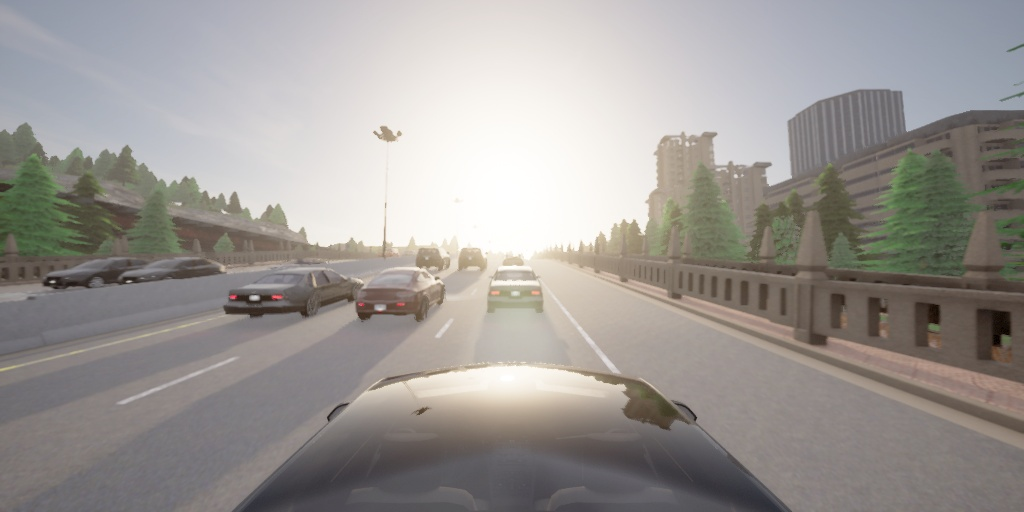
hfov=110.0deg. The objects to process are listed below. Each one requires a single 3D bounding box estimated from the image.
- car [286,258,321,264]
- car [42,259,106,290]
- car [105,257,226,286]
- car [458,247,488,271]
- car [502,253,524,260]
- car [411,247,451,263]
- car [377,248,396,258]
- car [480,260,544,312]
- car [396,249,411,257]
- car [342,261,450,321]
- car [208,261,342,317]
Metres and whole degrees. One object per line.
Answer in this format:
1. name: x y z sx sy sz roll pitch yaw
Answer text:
1. car: -14.097 0.811 24.072 1.895 1.301 4.718 0 2 0
2. car: -21.098 0.863 18.877 1.837 1.490 4.892 0 2 0
3. car: -17.598 0.863 18.880 1.837 1.490 4.892 0 2 0
4. car: -3.398 0.210 31.783 2.150 2.045 5.566 0 2 0
5. car: 0.102 0.451 32.796 2.128 1.511 4.902 0 2 0
6. car: -6.898 0.211 31.766 2.150 2.045 5.566 0 2 0
7. car: -21.022 -0.368 61.120 2.150 2.045 5.566 0 -1 1
8. car: 0.101 1.074 12.996 2.033 1.411 5.357 0 2 0
9. car: -17.533 -0.234 61.232 2.097 1.767 4.553 0 -1 1
10. car: -3.413 1.094 11.567 1.812 1.442 4.674 0 2 0
11. car: -6.899 1.100 12.117 2.033 1.411 5.357 0 2 0
